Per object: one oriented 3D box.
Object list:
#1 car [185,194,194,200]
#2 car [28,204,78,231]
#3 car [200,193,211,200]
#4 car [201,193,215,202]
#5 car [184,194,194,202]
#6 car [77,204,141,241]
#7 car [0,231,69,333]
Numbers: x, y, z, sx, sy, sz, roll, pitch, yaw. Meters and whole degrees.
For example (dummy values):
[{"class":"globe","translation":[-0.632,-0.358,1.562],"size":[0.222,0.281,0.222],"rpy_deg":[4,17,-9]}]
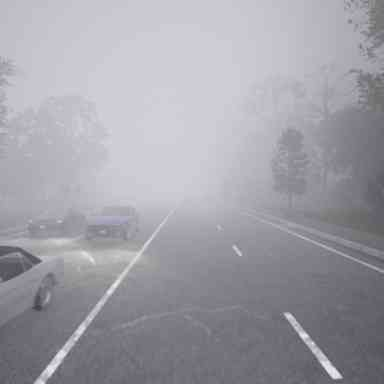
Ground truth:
[{"class":"car","translation":[-0.605,1.017,70.419],"size":[1.895,1.301,4.718],"rpy_deg":[0,1,0]},{"class":"car","translation":[-7.230,1.417,18.375],"size":[1.812,1.442,4.674],"rpy_deg":[0,0,0]},{"class":"car","translation":[2.895,0.936,70.414],"size":[2.033,1.411,5.357],"rpy_deg":[0,1,0]},{"class":"car","translation":[2.986,1.007,60.003],"size":[1.882,1.535,5.008],"rpy_deg":[0,0,0]},{"class":"car","translation":[-0.517,1.143,60.412],"size":[1.895,1.301,4.718],"rpy_deg":[0,0,0]},{"class":"car","translation":[-3.725,1.369,16.307],"size":[1.882,1.535,5.008],"rpy_deg":[0,0,0]},{"class":"car","translation":[-3.633,1.579,4.924],"size":[1.895,1.301,4.718],"rpy_deg":[0,0,0]}]
